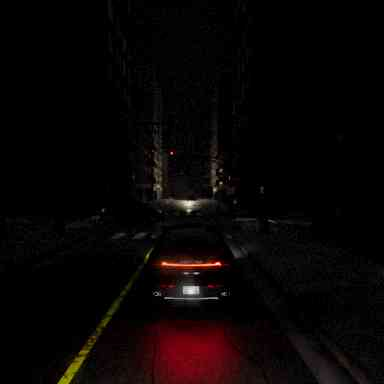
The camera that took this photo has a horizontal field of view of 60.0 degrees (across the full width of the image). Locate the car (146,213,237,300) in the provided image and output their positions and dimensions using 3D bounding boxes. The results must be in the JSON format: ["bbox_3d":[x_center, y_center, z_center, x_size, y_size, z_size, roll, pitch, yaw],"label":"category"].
[{"bbox_3d":[-0.017,1.506,8.357,1.837,1.490,4.892,0,0,0],"label":"car"}]

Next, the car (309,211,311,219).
[{"bbox_3d":[12.298,1.722,27.511,5.008,1.535,1.882,1,0,-1],"label":"car"}]

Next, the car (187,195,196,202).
[{"bbox_3d":[-0.174,1.492,82.408,2.097,1.767,4.553,0,0,0],"label":"car"}]

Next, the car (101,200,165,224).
[{"bbox_3d":[-4.174,1.358,24.153,4.553,1.767,2.097,1,0,-1],"label":"car"}]
